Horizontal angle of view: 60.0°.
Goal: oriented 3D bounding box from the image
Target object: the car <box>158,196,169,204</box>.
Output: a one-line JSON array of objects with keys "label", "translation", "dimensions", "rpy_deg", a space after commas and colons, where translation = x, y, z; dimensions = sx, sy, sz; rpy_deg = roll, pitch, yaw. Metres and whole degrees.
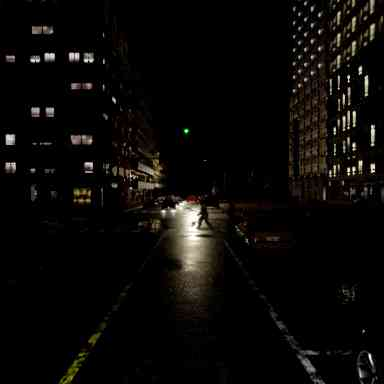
[{"label": "car", "translation": [-5.687, 1.602, 67.742], "dimensions": [1.887, 1.381, 4.507], "rpy_deg": [0, 0, 0]}]

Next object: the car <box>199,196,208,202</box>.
[{"label": "car", "translation": [2.694, 1.624, 78.795], "dimensions": [1.887, 1.381, 4.507], "rpy_deg": [0, 0, 0]}]

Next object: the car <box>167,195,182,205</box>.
[{"label": "car", "translation": [-3.077, 1.587, 56.931], "dimensions": [2.033, 1.411, 5.357], "rpy_deg": [0, 0, 0]}]

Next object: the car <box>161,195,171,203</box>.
[{"label": "car", "translation": [-5.687, 1.509, 73.270], "dimensions": [1.967, 1.590, 4.097], "rpy_deg": [0, 0, 0]}]

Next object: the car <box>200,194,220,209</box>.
[{"label": "car", "translation": [2.690, 1.339, 45.636], "dimensions": [2.192, 1.841, 5.009], "rpy_deg": [0, 0, 0]}]

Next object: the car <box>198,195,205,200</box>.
[{"label": "car", "translation": [2.696, 1.641, 95.545], "dimensions": [1.752, 1.417, 4.829], "rpy_deg": [0, 0, 0]}]

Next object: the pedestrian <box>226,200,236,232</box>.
[{"label": "pedestrian", "translation": [2.212, 1.298, 18.589], "dimensions": [0.375, 1.860, 0.375], "rpy_deg": [0, 0, 0]}]

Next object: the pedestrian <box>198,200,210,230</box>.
[{"label": "pedestrian", "translation": [0.689, 1.308, 19.103], "dimensions": [0.375, 1.860, 0.375], "rpy_deg": [0, 0, 0]}]

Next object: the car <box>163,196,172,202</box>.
[{"label": "car", "translation": [-5.686, 1.661, 78.796], "dimensions": [1.802, 1.307, 4.206], "rpy_deg": [0, 0, 0]}]

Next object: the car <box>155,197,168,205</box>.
[{"label": "car", "translation": [-5.688, 1.598, 62.216], "dimensions": [2.008, 1.369, 4.403], "rpy_deg": [0, 0, 0]}]

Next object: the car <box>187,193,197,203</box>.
[{"label": "car", "translation": [0.007, 1.296, 74.442], "dimensions": [2.150, 2.045, 5.566], "rpy_deg": [0, 0, 0]}]

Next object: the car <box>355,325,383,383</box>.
[{"label": "car", "translation": [2.686, 1.566, 1.957], "dimensions": [1.947, 1.339, 4.313], "rpy_deg": [0, 0, 0]}]

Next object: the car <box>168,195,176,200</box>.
[{"label": "car", "translation": [-5.684, 1.640, 95.206], "dimensions": [1.752, 1.417, 4.829], "rpy_deg": [0, 0, 0]}]

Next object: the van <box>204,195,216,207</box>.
[{"label": "van", "translation": [2.690, 1.372, 51.162], "dimensions": [1.690, 1.788, 3.998], "rpy_deg": [0, 0, 0]}]

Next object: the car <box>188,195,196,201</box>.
[{"label": "car", "translation": [0.009, 1.545, 84.829], "dimensions": [2.033, 1.411, 5.357], "rpy_deg": [0, 0, 0]}]

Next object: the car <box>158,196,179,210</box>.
[{"label": "car", "translation": [-3.118, 1.570, 44.544], "dimensions": [2.033, 1.411, 5.357], "rpy_deg": [0, 0, -4]}]

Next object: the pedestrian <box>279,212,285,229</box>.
[{"label": "pedestrian", "translation": [4.822, 1.525, 17.597], "dimensions": [0.500, 1.100, 0.500], "rpy_deg": [0, 0, 0]}]

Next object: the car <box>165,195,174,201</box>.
[{"label": "car", "translation": [-5.686, 1.531, 84.323], "dimensions": [1.967, 1.590, 4.097], "rpy_deg": [0, 0, 0]}]

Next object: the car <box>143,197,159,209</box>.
[{"label": "car", "translation": [-5.689, 1.575, 45.636], "dimensions": [2.008, 1.369, 4.403], "rpy_deg": [0, 0, 0]}]

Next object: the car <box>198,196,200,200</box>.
[{"label": "car", "translation": [2.692, 1.373, 67.741], "dimensions": [2.192, 1.841, 5.009], "rpy_deg": [0, 0, 0]}]

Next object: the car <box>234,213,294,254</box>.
[{"label": "car", "translation": [2.688, 1.527, 13.393], "dimensions": [1.752, 1.417, 4.829], "rpy_deg": [0, 0, 0]}]

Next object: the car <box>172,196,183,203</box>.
[{"label": "car", "translation": [-2.995, 1.588, 70.281], "dimensions": [2.128, 1.511, 4.902], "rpy_deg": [0, 0, 0]}]
